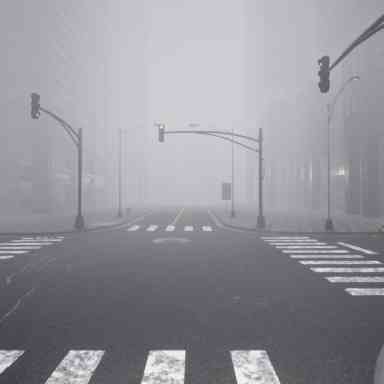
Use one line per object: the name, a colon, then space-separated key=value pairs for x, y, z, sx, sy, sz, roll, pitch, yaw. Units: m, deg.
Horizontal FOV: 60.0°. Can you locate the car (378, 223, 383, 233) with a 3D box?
car: x=11.756 y=1.564 z=16.241 sx=4.829 sy=1.417 sz=1.752 roll=0 pitch=-1 yaw=0
